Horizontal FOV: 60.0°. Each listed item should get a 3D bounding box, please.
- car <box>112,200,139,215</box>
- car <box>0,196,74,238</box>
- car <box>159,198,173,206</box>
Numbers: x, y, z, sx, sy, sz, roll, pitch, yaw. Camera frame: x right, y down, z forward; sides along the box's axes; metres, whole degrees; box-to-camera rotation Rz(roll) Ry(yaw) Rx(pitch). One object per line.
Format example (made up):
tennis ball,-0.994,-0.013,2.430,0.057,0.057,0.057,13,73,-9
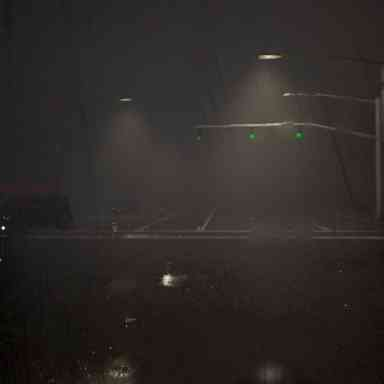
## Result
car,-6.761,1.574,34.521,1.812,1.442,4.674,-1,0,6
car,-8.957,1.253,18.383,2.150,2.045,5.566,0,0,18
car,-4.432,1.760,57.384,1.994,1.385,4.181,-1,0,6
